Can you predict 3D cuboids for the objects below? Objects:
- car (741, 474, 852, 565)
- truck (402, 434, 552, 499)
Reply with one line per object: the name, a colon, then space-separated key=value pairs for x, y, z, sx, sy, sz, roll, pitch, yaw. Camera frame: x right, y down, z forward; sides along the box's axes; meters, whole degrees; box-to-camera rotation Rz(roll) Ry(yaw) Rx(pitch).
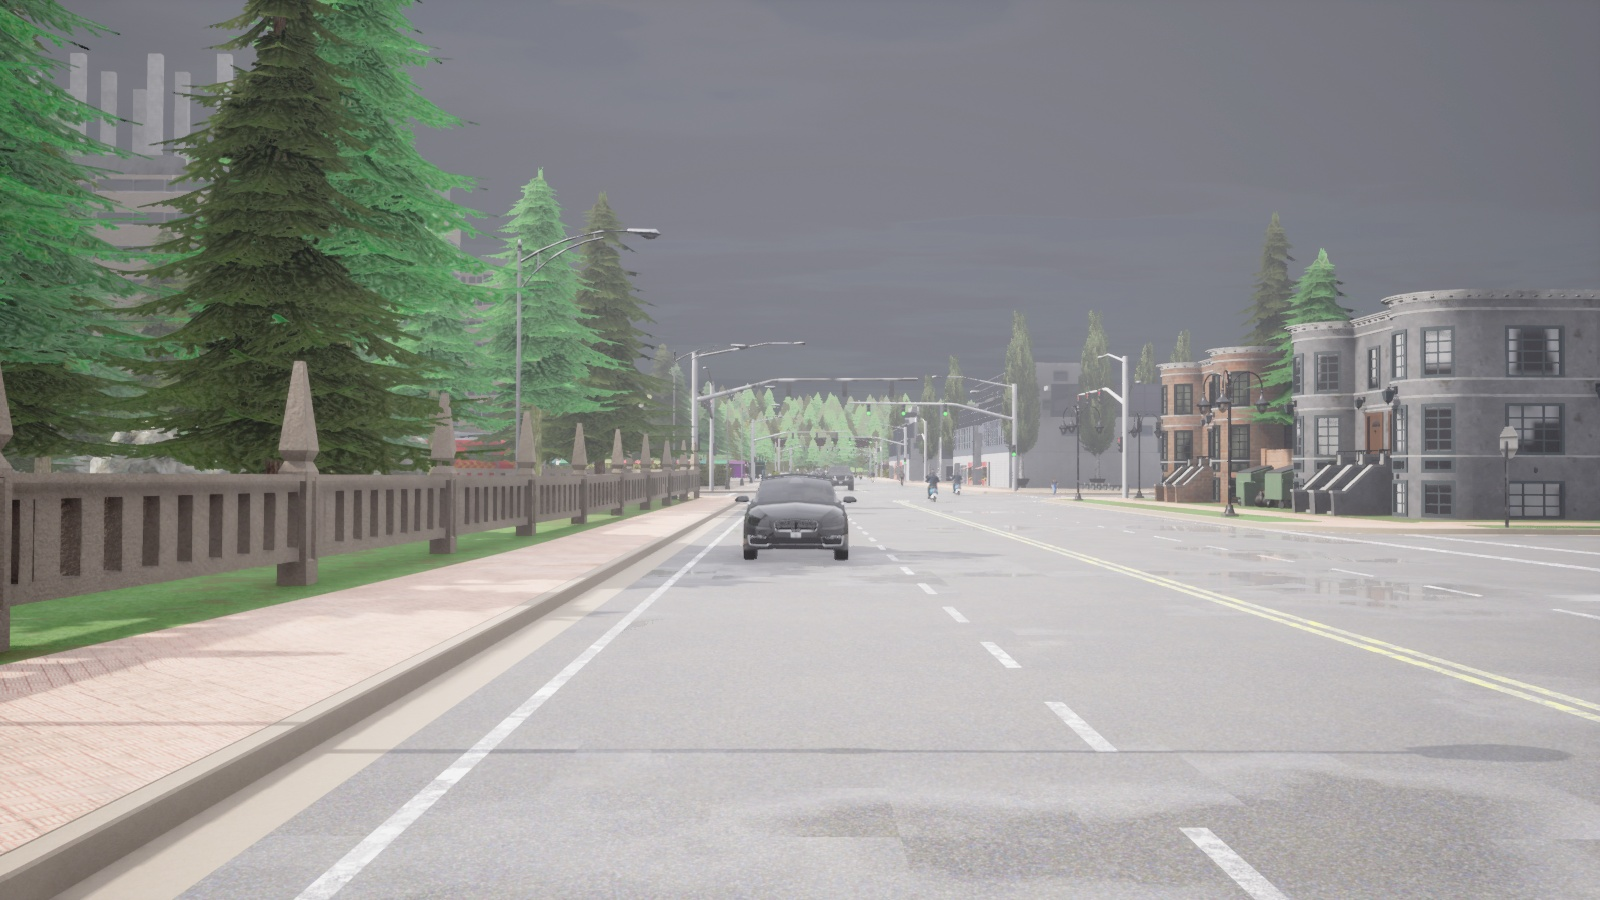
car: x=-0.065 y=1.211 z=23.328 sx=1.837 sy=1.490 sz=4.892 roll=0 pitch=-1 yaw=0
truck: x=-19.755 y=1.020 z=77.072 sx=8.468 sy=3.827 sz=2.891 roll=0 pitch=-1 yaw=0
